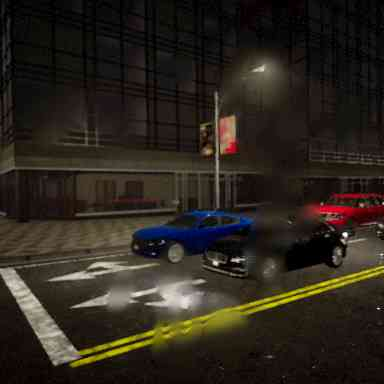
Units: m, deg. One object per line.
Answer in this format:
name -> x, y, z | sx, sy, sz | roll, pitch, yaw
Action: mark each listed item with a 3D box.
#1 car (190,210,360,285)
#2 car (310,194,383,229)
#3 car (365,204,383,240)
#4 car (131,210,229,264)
car -> 2.538, 1.462, 9.484 | 4.892, 1.490, 1.837 | 0, 0, -36
car -> 8.346, 1.125, 17.611 | 5.566, 2.045, 2.150 | 0, 0, -36
car -> 10.202, 1.395, 14.949 | 4.902, 1.511, 2.128 | 0, 0, -35
car -> 0.281, 1.438, 11.856 | 5.008, 1.535, 1.882 | 0, 0, -36
